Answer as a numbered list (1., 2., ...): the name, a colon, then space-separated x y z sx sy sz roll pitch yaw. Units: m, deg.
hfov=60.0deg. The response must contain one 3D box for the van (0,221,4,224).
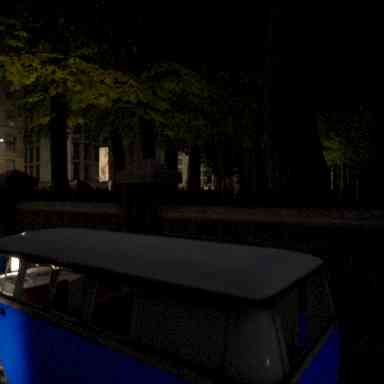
1. van: -5.246 1.338 6.628 3.998 1.788 1.690 0 0 36

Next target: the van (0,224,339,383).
1. van: -0.653 1.340 3.325 3.998 1.788 1.690 0 0 36
